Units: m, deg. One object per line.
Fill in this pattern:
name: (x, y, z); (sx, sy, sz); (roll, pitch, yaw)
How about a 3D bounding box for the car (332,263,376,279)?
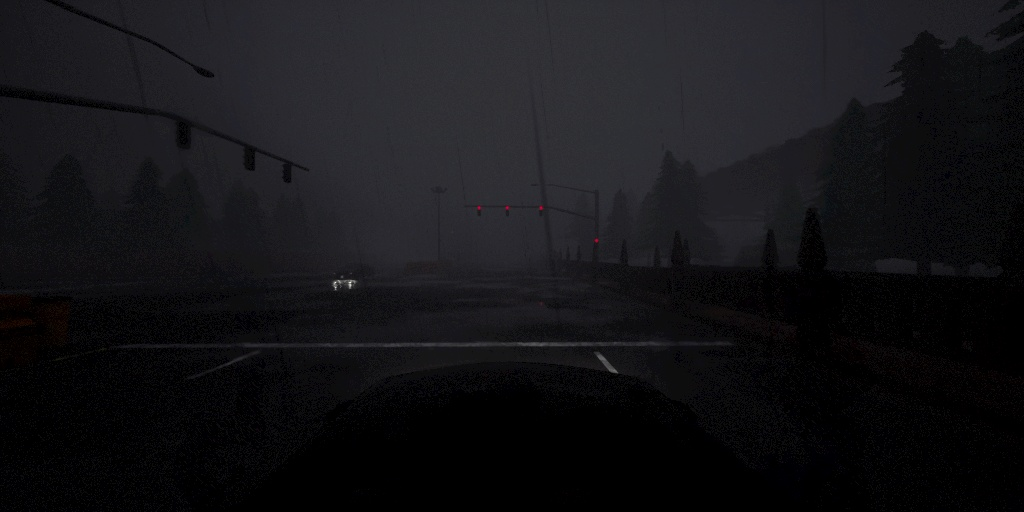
car: (-14.001, 1.328, 32.201); (2.033, 1.411, 5.357); (0, 0, 0)
